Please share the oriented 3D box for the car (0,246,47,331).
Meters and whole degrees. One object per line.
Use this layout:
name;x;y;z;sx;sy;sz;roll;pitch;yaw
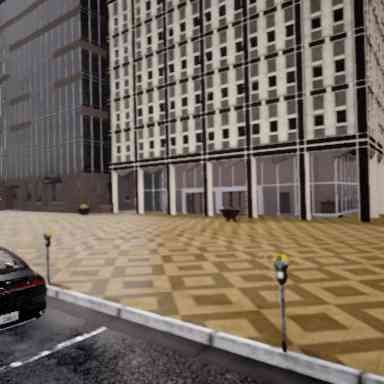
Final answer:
car;-4.418;1.629;6.149;4.403;1.369;2.008;-1;-1;36
